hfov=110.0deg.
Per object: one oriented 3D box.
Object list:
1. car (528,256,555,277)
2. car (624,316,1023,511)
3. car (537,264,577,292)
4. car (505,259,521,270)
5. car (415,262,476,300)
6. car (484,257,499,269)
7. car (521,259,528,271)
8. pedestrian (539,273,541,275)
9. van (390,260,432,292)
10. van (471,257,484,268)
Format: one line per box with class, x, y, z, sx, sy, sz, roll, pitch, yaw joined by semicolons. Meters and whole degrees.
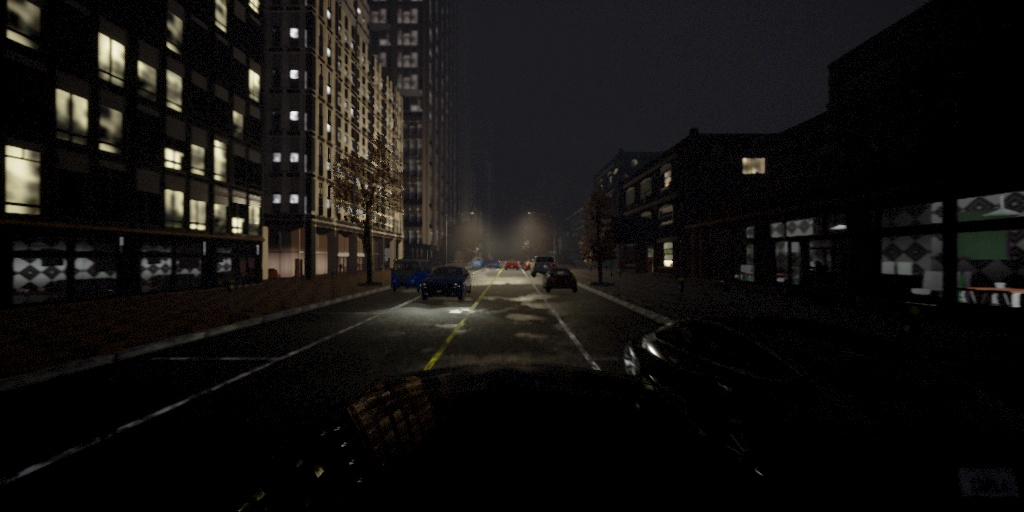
car;2.986;0.987;35.220;2.150;2.045;5.566;0;0;0
car;2.689;1.316;4.108;1.948;1.339;4.313;0;0;0
car;2.683;1.336;20.718;1.802;1.307;4.207;0;0;0
car;-0.001;1.251;51.448;1.882;1.535;5.008;0;0;0
car;-3.105;1.230;17.779;1.882;1.535;5.008;0;0;0
car;-3.076;1.256;58.260;1.882;1.535;5.008;0;0;0
car;2.671;1.211;48.403;1.967;1.591;4.097;0;0;0
pedestrian;2.985;1.338;38.474;0.375;1.300;0.375;0;0;2
van;-5.698;1.095;20.717;1.690;1.789;3.998;0;0;0
van;-5.715;1.121;59.475;1.690;1.789;3.998;0;0;0
